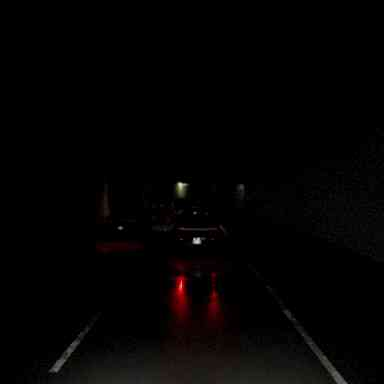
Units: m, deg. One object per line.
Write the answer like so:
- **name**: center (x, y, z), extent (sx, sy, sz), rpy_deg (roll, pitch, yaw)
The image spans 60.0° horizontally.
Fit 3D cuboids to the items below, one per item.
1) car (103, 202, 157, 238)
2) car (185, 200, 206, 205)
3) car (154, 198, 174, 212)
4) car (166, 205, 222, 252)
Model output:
- **car**: center (-3.275, 1.508, 17.781), extent (1.882, 1.535, 5.008), rpy_deg (0, 0, 0)
- **car**: center (0.336, 1.575, 31.720), extent (1.837, 1.490, 4.892), rpy_deg (0, 0, 0)
- **car**: center (-3.128, 1.423, 36.265), extent (2.097, 1.767, 4.553), rpy_deg (0, 0, 0)
- **car**: center (0.196, 1.523, 14.008), extent (2.128, 1.511, 4.902), rpy_deg (0, 0, 0)
